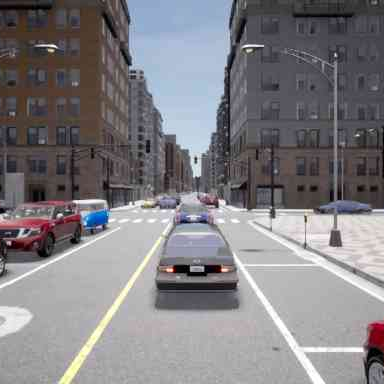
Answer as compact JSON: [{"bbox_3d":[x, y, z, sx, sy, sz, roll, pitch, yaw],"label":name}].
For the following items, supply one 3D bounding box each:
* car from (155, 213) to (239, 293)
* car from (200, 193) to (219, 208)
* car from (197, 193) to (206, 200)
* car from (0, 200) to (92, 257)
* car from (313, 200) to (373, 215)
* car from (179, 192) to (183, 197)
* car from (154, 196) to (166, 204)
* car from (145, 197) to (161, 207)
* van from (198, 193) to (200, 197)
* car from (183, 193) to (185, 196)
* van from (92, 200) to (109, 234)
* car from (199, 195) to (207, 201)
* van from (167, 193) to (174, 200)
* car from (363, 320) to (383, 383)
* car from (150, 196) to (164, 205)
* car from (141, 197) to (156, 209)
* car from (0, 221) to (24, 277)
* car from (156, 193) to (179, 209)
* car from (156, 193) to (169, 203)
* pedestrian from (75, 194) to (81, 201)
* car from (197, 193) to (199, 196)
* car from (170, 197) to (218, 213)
[{"bbox_3d":[0.091,1.547,8.995,2.033,1.411,5.357,0,0,0],"label":"car"},{"bbox_3d":[2.613,1.253,45.698,2.192,1.841,5.009,0,0,0],"label":"car"},{"bbox_3d":[2.556,1.123,90.951,2.192,1.841,5.009,0,0,0],"label":"car"},{"bbox_3d":[-5.874,1.315,13.058,2.192,1.841,5.009,0,0,0],"label":"car"},{"bbox_3d":[15.027,1.506,33.235,5.357,1.411,2.033,0,0,1],"label":"car"},{"bbox_3d":[-3.165,1.135,54.752,2.150,2.045,5.566,0,0,1],"label":"car"},{"bbox_3d":[-5.934,1.418,62.510,1.752,1.417,4.829,0,0,0],"label":"car"},{"bbox_3d":[-5.920,1.489,51.371,1.947,1.339,4.313,0,0,0],"label":"car"},{"bbox_3d":[2.592,1.233,62.669,1.690,1.788,3.998,0,0,0],"label":"van"},{"bbox_3d":[-3.104,1.371,67.024,2.128,1.511,4.902,0,0,0],"label":"car"},{"bbox_3d":[-5.881,1.339,18.700,1.690,1.788,3.998,0,0,0],"label":"van"},{"bbox_3d":[2.570,1.425,79.639,1.802,1.307,4.206,0,0,0],"label":"car"},{"bbox_3d":[-5.969,1.149,90.955,1.690,1.788,3.998,0,0,0],"label":"van"},{"bbox_3d":[2.666,1.545,1.764,1.887,1.381,4.507,0,0,0],"label":"car"},{"bbox_3d":[-5.927,1.433,56.855,1.752,1.417,4.829,0,0,0],"label":"car"},{"bbox_3d":[-5.913,1.463,45.546,1.752,1.417,4.829,0,0,0],"label":"car"},{"bbox_3d":[-5.867,1.566,7.418,1.947,1.339,4.313,0,0,0],"label":"car"},{"bbox_3d":[-3.151,1.293,44.296,2.097,1.767,4.553,0,0,0],"label":"car"},{"bbox_3d":[-5.941,1.191,68.335,2.192,1.841,5.009,0,0,0],"label":"car"},{"bbox_3d":[-12.597,1.096,36.657,0.375,1.860,0.375,0,0,1],"label":"pedestrian"},{"bbox_3d":[2.577,1.384,74.152,1.752,1.417,4.829,0,0,0],"label":"car"},{"bbox_3d":[0.071,1.350,18.468,2.097,1.767,4.553,0,0,0],"label":"car"}]
